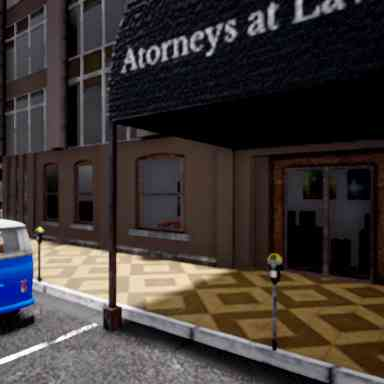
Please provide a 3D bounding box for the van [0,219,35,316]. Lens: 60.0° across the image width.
[{"bbox_3d":[-4.609,1.329,6.149,3.998,1.788,1.690,0,0,35],"label":"van"}]
